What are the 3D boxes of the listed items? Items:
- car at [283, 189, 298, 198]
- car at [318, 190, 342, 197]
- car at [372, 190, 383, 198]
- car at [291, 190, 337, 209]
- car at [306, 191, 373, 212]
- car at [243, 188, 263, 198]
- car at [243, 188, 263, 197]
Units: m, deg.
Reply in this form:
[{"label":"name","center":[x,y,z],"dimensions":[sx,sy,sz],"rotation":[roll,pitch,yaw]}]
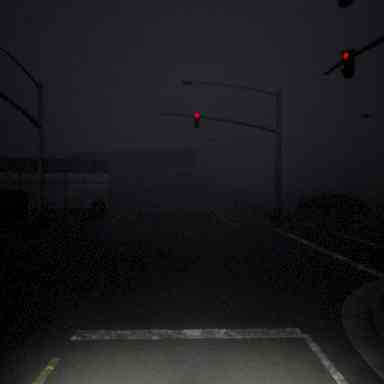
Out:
[{"label":"car","center":[20.669,0.172,66.581],"dimensions":[4.605,1.855,1.932],"rotation":[0,1,-1]},{"label":"car","center":[30.585,0.278,73.659],"dimensions":[4.514,1.523,2.007],"rotation":[0,1,-1]},{"label":"car","center":[38.093,0.279,63.679],"dimensions":[5.027,1.636,2.152],"rotation":[0,1,-1]},{"label":"car","center":[12.705,0.883,32.182],"dimensions":[5.027,1.636,2.152],"rotation":[0,1,-1]},{"label":"car","center":[12.800,0.937,29.046],"dimensions":[4.514,1.523,2.007],"rotation":[0,1,-1]},{"label":"car","center":[12.190,0.432,66.432],"dimensions":[3.806,1.475,1.970],"rotation":[0,1,-1]},{"label":"car","center":[12.757,0.102,69.761],"dimensions":[3.866,1.878,1.905],"rotation":[0,1,-1]}]
